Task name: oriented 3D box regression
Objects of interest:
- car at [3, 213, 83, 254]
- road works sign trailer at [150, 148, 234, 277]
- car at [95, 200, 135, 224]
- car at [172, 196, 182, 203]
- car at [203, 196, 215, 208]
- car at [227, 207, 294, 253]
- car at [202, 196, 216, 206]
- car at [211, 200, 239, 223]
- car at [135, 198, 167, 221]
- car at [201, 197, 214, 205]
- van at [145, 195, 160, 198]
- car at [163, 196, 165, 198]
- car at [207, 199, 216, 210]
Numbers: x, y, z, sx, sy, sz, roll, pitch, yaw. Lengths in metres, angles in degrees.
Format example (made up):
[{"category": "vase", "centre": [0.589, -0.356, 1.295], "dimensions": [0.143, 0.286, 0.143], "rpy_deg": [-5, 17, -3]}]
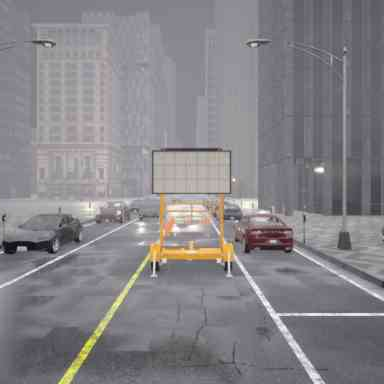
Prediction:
[{"category": "car", "centre": [-5.779, 1.564, 13.476], "dimensions": [1.947, 1.339, 4.313], "rpy_deg": [0, 0, 0]}, {"category": "road works sign trailer", "centre": [-0.010, 0.463, 10.221], "dimensions": [2.380, 3.560, 2.880], "rpy_deg": [0, 0, 0]}, {"category": "car", "centre": [-5.791, 1.435, 24.758], "dimensions": [1.967, 1.590, 4.097], "rpy_deg": [0, 0, 0]}, {"category": "car", "centre": [-3.072, 1.507, 68.217], "dimensions": [2.033, 1.411, 5.357], "rpy_deg": [0, 0, 0]}, {"category": "car", "centre": [2.716, 1.509, 41.862], "dimensions": [1.752, 1.417, 4.829], "rpy_deg": [0, 0, 0]}, {"category": "car", "centre": [2.747, 1.543, 13.488], "dimensions": [1.887, 1.381, 4.507], "rpy_deg": [0, 0, 0]}, {"category": "car", "centre": [2.704, 1.414, 52.974], "dimensions": [1.967, 1.590, 4.097], "rpy_deg": [0, 0, 0]}, {"category": "car", "centre": [2.735, 1.546, 24.770], "dimensions": [2.008, 1.369, 4.403], "rpy_deg": [0, 0, 0]}, {"category": "car", "centre": [-3.129, 1.498, 27.059], "dimensions": [1.837, 1.490, 4.892], "rpy_deg": [0, 0, 0]}, {"category": "car", "centre": [2.699, 1.518, 58.615], "dimensions": [2.008, 1.369, 4.403], "rpy_deg": [0, 0, 0]}, {"category": "van", "centre": [-5.815, 1.320, 47.322], "dimensions": [1.690, 1.788, 3.998], "rpy_deg": [0, 0, 0]}, {"category": "car", "centre": [-5.833, 1.512, 64.245], "dimensions": [2.008, 1.369, 4.403], "rpy_deg": [0, 0, 0]}, {"category": "car", "centre": [2.729, 1.558, 30.410], "dimensions": [1.947, 1.339, 4.313], "rpy_deg": [0, 0, 0]}]
